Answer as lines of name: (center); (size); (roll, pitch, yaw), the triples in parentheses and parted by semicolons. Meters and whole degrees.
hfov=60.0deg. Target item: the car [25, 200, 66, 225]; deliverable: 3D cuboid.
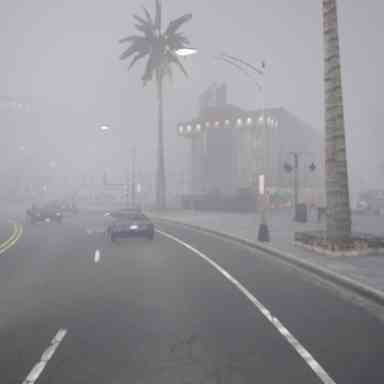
car: (-10.508, 1.490, 23.389); (1.895, 1.301, 4.718); (0, 0, -32)

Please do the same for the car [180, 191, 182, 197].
car: (-1.140, 1.080, 61.995); (4.674, 1.452, 2.002); (0, 0, 32)

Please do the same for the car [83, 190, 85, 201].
car: (-21.405, 0.955, 61.378); (4.553, 1.767, 2.185); (0, 0, 32)

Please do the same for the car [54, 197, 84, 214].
car: (-12.732, 1.394, 31.929); (2.033, 1.411, 5.357); (0, 0, -43)

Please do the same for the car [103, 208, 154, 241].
car: (-3.182, 1.479, 16.219); (1.994, 1.385, 4.181); (0, 0, -20)
